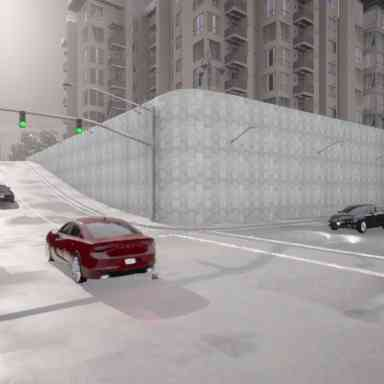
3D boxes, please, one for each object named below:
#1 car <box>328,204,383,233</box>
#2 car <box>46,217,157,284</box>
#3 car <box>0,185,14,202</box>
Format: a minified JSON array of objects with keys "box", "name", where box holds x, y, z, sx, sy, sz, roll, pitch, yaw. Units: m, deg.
[{"box":[10.057,1.505,19.779,4.892,1.490,1.837,0,0,-36],"name":"car"},{"box":[-2.895,1.480,9.825,1.882,1.535,5.008,0,0,-36],"name":"car"},{"box":[-17.164,0.020,29.665,1.994,1.385,4.181,0,9,-36],"name":"car"}]
